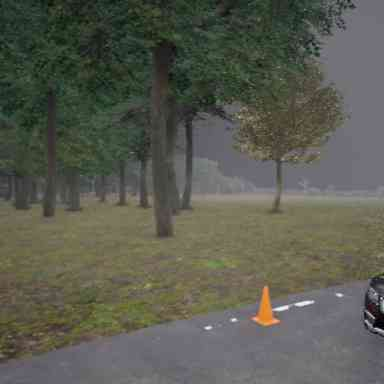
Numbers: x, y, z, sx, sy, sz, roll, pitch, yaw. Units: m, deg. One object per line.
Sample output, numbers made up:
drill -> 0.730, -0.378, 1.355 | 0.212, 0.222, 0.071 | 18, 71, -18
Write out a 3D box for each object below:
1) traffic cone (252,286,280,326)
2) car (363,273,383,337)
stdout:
traffic cone -> 1.271, 1.914, 5.710 | 0.340, 0.580, 0.340 | 0, 0, -31
car -> 4.870, 1.455, 5.299 | 4.902, 1.511, 2.128 | 0, 0, -27
